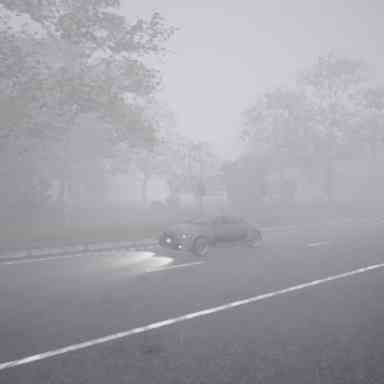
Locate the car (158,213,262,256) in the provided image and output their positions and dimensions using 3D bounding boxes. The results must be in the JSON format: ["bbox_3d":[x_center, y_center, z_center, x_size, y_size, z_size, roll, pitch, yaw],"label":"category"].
[{"bbox_3d":[0.792,1.543,13.033,4.181,1.385,1.994,0,0,-36],"label":"car"}]
